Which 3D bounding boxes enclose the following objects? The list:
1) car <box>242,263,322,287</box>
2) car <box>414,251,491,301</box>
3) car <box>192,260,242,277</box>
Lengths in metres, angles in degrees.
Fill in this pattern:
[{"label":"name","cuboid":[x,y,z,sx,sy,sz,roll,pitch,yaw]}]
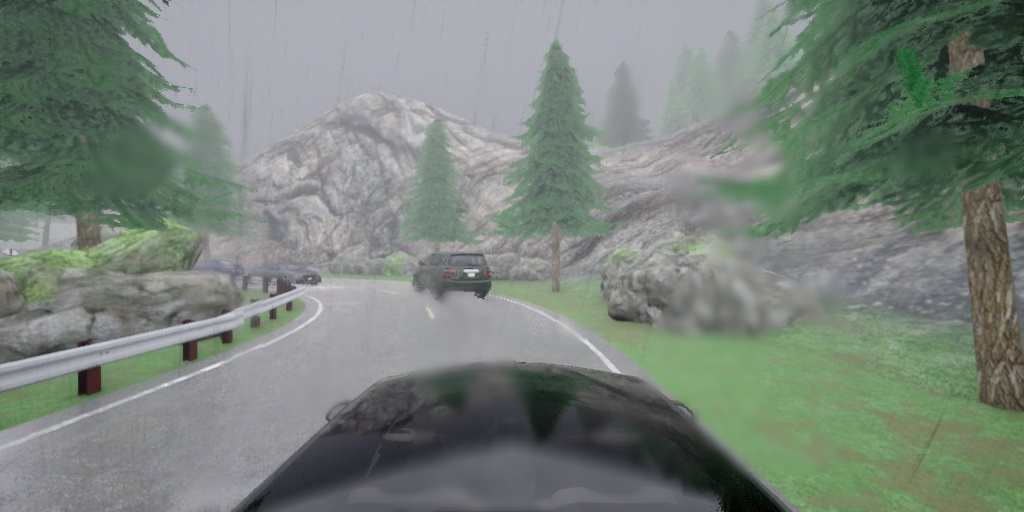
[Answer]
[{"label":"car","cuboid":[-13.319,1.105,21.094,4.181,1.385,1.994,0,0,22]},{"label":"car","cuboid":[-2.876,0.812,16.480,2.150,2.045,5.566,0,0,-28]},{"label":"car","cuboid":[-22.203,1.011,26.267,4.674,1.442,1.812,0,0,0]}]
